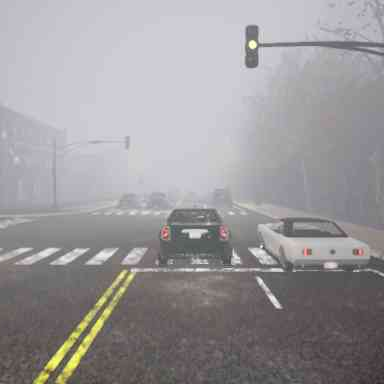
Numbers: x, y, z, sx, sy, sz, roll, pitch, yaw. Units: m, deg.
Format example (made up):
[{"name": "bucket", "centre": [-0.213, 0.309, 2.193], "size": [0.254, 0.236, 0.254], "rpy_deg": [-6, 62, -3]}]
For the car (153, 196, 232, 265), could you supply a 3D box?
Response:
[{"name": "car", "centre": [0.078, 1.162, 11.098], "size": [2.097, 1.767, 4.553], "rpy_deg": [0, 1, 0]}]

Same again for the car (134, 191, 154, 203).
[{"name": "car", "centre": [-6.675, 0.697, 46.688], "size": [2.128, 1.511, 4.902], "rpy_deg": [0, 1, 0]}]

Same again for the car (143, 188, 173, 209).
[{"name": "car", "centre": [-3.412, 0.772, 34.128], "size": [2.097, 1.767, 4.553], "rpy_deg": [0, 1, 0]}]

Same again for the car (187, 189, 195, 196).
[{"name": "car", "centre": [-0.152, 0.037, 75.900], "size": [1.837, 1.490, 4.892], "rpy_deg": [0, 1, 0]}]

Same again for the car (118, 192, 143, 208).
[{"name": "car", "centre": [-6.663, 0.898, 35.671], "size": [1.837, 1.490, 4.892], "rpy_deg": [0, 1, 0]}]

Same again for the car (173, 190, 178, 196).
[{"name": "car", "centre": [-3.428, 0.753, 46.624], "size": [2.033, 1.411, 5.357], "rpy_deg": [0, 1, 0]}]

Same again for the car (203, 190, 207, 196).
[{"name": "car", "centre": [3.122, 0.350, 66.113], "size": [1.882, 1.535, 5.008], "rpy_deg": [0, 1, 0]}]

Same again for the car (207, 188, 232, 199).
[{"name": "car", "centre": [3.274, 0.572, 38.145], "size": [2.150, 2.045, 5.566], "rpy_deg": [0, 1, 0]}]

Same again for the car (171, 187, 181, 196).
[{"name": "car", "centre": [-3.385, 0.121, 64.629], "size": [2.150, 2.045, 5.566], "rpy_deg": [0, 1, 0]}]

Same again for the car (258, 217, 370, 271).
[{"name": "car", "centre": [3.330, 1.427, 10.186], "size": [1.895, 1.301, 4.718], "rpy_deg": [0, 1, 0]}]

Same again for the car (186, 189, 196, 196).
[{"name": "car", "centre": [-0.133, 0.402, 65.902], "size": [1.812, 1.442, 4.674], "rpy_deg": [0, 1, 0]}]

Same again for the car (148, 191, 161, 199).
[{"name": "car", "centre": [-6.667, 0.501, 60.113], "size": [1.812, 1.442, 4.674], "rpy_deg": [0, 1, 0]}]
